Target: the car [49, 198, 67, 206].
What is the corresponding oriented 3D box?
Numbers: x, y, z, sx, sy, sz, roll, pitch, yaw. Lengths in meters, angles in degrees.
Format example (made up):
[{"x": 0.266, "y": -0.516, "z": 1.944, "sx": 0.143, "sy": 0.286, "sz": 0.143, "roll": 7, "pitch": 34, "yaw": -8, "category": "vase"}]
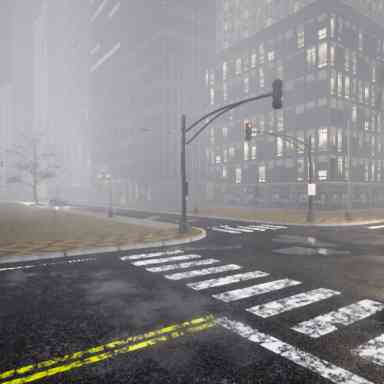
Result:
[{"x": -21.807, "y": 1.606, "z": 54.157, "sx": 1.895, "sy": 1.301, "sz": 4.718, "roll": 0, "pitch": 0, "yaw": -35, "category": "car"}]
